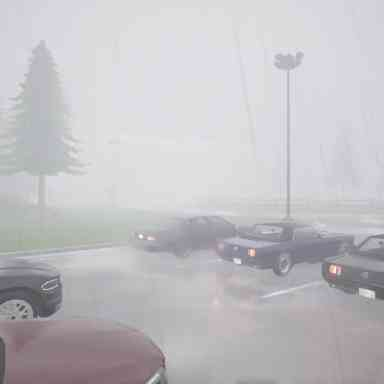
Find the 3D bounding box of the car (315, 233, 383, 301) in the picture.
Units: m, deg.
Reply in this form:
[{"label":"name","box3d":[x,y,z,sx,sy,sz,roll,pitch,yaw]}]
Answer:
[{"label":"car","box3d":[5.080,1.601,7.485,4.718,1.301,1.895,0,0,-35]}]

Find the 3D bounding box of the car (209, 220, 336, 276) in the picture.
[{"label":"car","box3d":[3.060,1.601,10.344,4.718,1.301,1.895,0,0,-35]}]

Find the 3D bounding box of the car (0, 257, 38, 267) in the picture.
[{"label":"car","box3d":[-4.532,1.478,4.814,5.008,1.535,1.882,0,0,-36]}]

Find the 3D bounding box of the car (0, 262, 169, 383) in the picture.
[{"label":"car","box3d":[-2.326,1.526,2.087,4.674,1.442,1.812,0,0,-36]}]

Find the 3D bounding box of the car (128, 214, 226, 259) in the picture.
[{"label":"car","box3d":[0.315,1.547,12.695,5.357,1.411,2.033,0,0,-35]}]
